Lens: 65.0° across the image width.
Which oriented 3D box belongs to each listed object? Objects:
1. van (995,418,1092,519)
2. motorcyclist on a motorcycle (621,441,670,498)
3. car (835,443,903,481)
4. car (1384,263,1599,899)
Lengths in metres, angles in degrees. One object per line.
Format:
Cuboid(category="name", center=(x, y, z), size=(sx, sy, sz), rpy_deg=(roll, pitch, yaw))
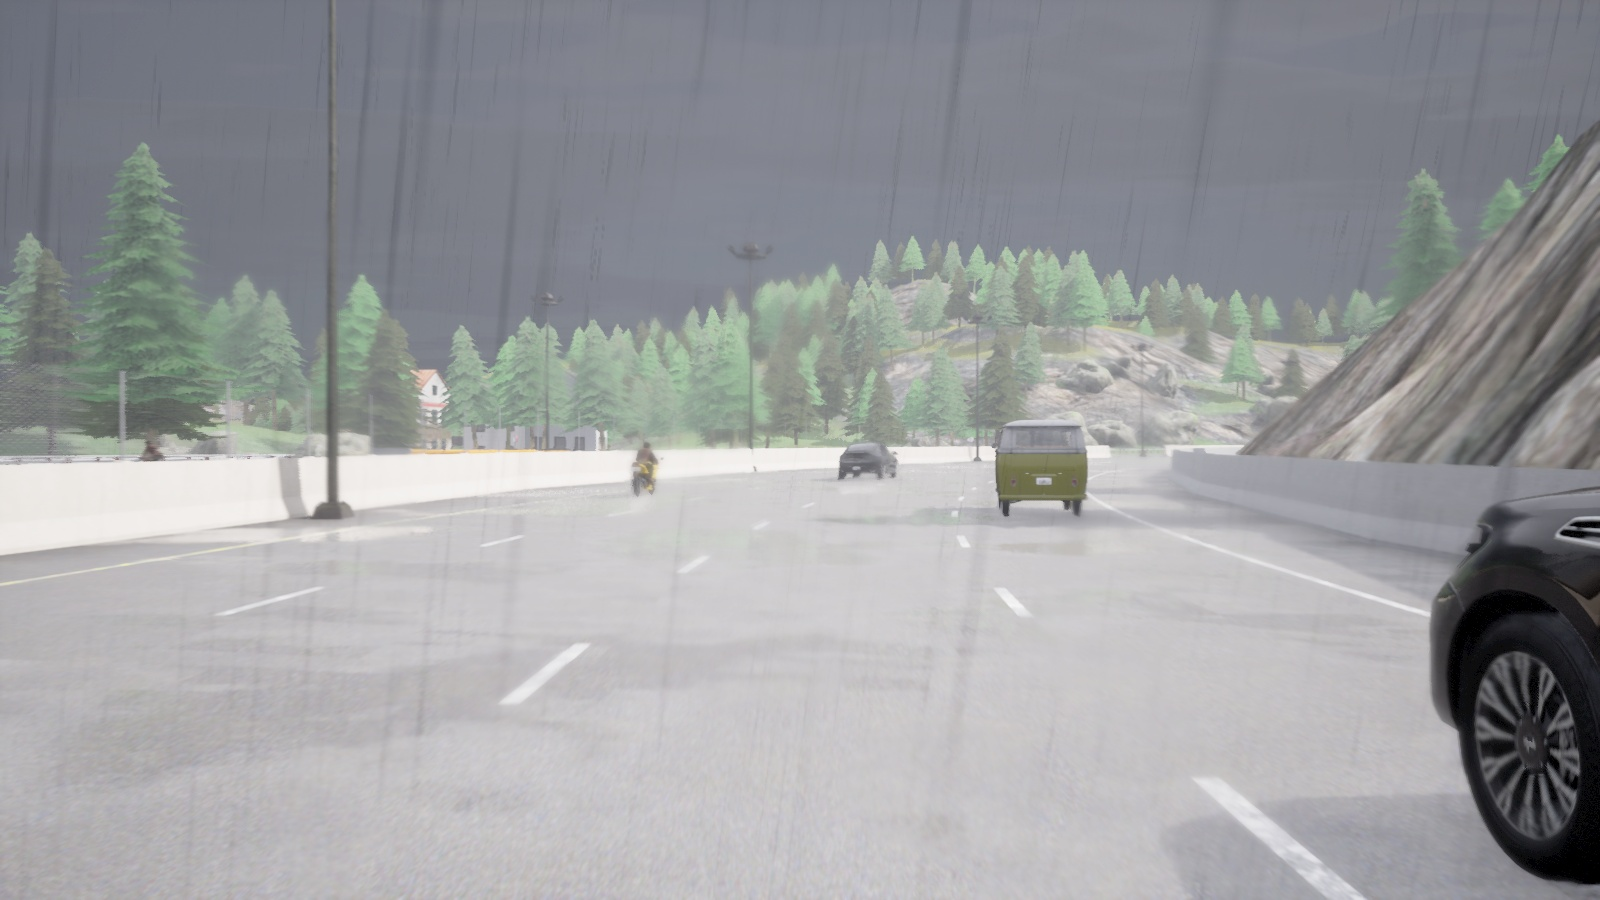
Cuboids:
Cuboid(category="van", center=(5.137, 0.353, 26.981), size=(1.775, 1.987, 4.442), rpy_deg=(0, 0, 7))
Cuboid(category="motorcyclist on a motorcycle", center=(-4.299, 0.529, 35.100), size=(0.797, 1.523, 2.044), rpy_deg=(1, 0, 10))
Cuboid(category="car", center=(2.917, 0.465, 51.744), size=(1.837, 1.490, 4.892), rpy_deg=(0, 0, 15))
Cuboid(category="car", center=(3.531, 0.454, 2.522), size=(2.150, 2.045, 5.566), rpy_deg=(0, 0, 0))
